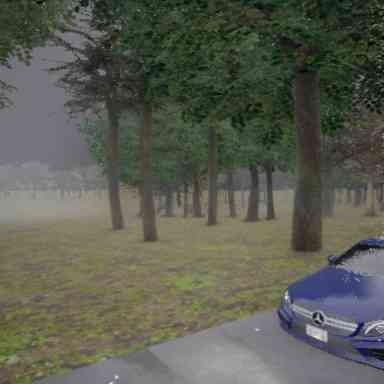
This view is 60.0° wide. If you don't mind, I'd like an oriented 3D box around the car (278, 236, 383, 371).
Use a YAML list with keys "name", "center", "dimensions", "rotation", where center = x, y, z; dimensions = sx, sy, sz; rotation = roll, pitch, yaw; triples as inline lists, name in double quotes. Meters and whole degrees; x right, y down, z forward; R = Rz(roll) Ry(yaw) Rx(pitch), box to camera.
- name: "car"
  center: [3.468, 1.517, 5.545]
  dimensions: [4.674, 1.442, 1.812]
  rotation: [0, 0, -35]
